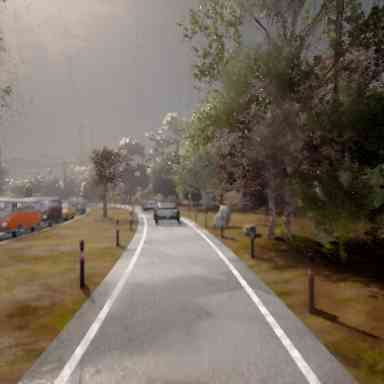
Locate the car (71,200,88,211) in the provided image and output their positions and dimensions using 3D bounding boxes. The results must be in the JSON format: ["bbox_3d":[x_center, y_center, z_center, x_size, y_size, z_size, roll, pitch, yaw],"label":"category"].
[{"bbox_3d":[-17.131,2.042,50.727,2.231,1.521,4.892,2,-2,-18],"label":"car"}]

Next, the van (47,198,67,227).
[{"bbox_3d":[-10.446,1.383,23.504,1.878,1.987,4.442,2,-2,-11],"label":"van"}]

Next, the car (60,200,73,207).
[{"bbox_3d":[-28.723,2.613,76.260,2.097,1.535,5.008,0,-2,-29],"label":"car"}]

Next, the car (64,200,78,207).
[{"bbox_3d":[-25.984,2.476,71.253,2.231,1.521,4.892,-1,-1,-27],"label":"car"}]

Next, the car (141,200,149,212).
[{"bbox_3d":[-5.191,1.667,41.187,1.994,1.385,4.181,-1,0,-14],"label":"car"}]

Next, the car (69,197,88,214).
[{"bbox_3d":[-13.856,1.591,40.006,2.435,2.045,5.566,2,-2,-15],"label":"car"}]

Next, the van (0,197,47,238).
[{"bbox_3d":[-9.731,1.328,17.955,1.878,1.987,4.442,1,-1,-6],"label":"van"}]

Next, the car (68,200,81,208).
[{"bbox_3d":[-23.202,2.342,65.571,2.097,1.535,5.008,-1,-1,-25],"label":"car"}]

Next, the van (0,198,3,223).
[{"bbox_3d":[-9.209,1.282,12.388,1.878,1.987,4.442,1,-1,-5],"label":"van"}]

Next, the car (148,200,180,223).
[{"bbox_3d":[-1.999,1.493,25.335,2.128,1.511,4.902,0,0,-8],"label":"car"}]

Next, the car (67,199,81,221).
[{"bbox_3d":[-11.374,1.670,28.940,1.946,1.575,5.366,2,-2,-9],"label":"car"}]

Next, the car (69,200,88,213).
[{"bbox_3d":[-15.407,1.941,45.409,2.231,1.521,4.892,2,-2,-17],"label":"car"}]

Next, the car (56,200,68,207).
[{"bbox_3d":[-31.887,2.782,81.629,2.002,1.452,4.674,0,-1,-31],"label":"car"}]
